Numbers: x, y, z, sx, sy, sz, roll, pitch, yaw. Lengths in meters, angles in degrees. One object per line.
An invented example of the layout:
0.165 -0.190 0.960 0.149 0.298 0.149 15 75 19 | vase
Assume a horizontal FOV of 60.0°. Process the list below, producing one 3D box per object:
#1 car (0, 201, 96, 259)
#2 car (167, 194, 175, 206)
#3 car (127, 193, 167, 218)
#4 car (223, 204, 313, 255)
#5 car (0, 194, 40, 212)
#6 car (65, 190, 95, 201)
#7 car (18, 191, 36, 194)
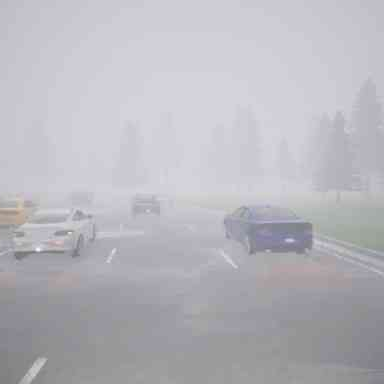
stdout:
-4.484 1.247 11.320 1.812 1.442 4.674 0 1 -8 | car
-3.480 0.757 34.457 1.895 1.301 4.718 -1 2 -25 | car
-3.443 0.913 23.608 2.128 1.511 4.902 0 2 -15 | car
2.471 1.180 12.005 1.882 1.535 5.008 0 1 -8 | car
-8.982 1.065 16.884 1.882 1.535 5.008 0 1 -11 | car
-12.078 0.743 35.124 1.895 1.301 4.718 -1 2 -32 | car
-19.115 0.591 38.407 1.812 1.442 4.674 -1 1 -43 | car
